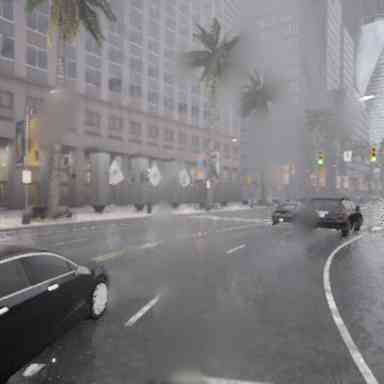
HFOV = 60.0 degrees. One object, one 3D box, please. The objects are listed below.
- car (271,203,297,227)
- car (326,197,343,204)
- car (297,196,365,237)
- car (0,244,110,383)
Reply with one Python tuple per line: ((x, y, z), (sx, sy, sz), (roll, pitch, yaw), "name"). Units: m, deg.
((7.290, 1.594, 23.853), (1.837, 1.490, 4.892), (1, 0, 36), "car")
((30.963, 1.870, 72.196), (2.161, 1.482, 4.786), (1, 0, 37), "car")
((8.246, 1.317, 19.254), (2.150, 2.045, 5.566), (1, 0, 36), "car")
((-2.718, 1.481, 4.514), (1.837, 1.490, 4.892), (0, 0, 8), "car")
